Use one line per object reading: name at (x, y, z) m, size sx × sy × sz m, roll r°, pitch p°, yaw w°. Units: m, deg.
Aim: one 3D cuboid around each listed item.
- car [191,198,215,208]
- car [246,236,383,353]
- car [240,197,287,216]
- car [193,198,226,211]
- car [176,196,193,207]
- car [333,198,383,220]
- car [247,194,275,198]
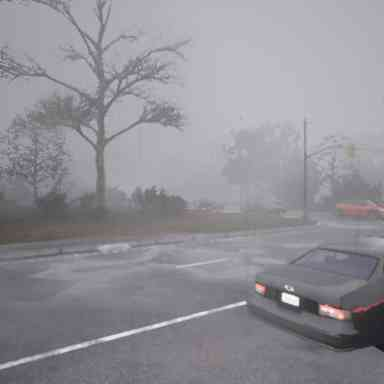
car at (1.576, 1.654, 51.141) m, size 1.994 × 1.385 × 4.181 m, roll 0°, pitch 0°, yaw -26°
car at (3.441, 1.549, 6.096) m, size 5.357 × 1.411 × 2.033 m, roll 0°, pitch 0°, yaw -35°
car at (7.020, 1.556, 33.362) m, size 2.033 × 1.411 × 5.357 m, roll 0°, pitch 0°, yaw -30°
car at (2.376, 1.543, 41.877) m, size 1.837 × 1.490 × 4.892 m, roll 0°, pitch 0°, yaw -28°
car at (-2.114, 1.453, 50.821) m, size 2.097 × 1.767 × 4.553 m, roll 0°, pitch 0°, yaw -26°
car at (14.452, 1.359, 28.095) m, size 2.097 × 1.767 × 4.553 m, roll 0°, pitch 0°, yaw -34°
car at (8.330, 1.240, 38.171) m, size 2.150 × 2.045 × 5.566 m, roll 0°, pitch 0°, yaw -29°
